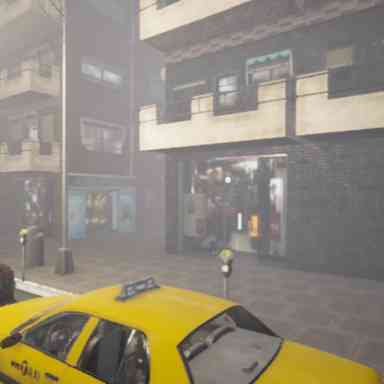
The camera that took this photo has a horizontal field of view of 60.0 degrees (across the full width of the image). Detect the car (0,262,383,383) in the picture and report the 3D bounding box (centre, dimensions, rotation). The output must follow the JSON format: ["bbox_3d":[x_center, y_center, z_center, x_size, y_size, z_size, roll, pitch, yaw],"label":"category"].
[{"bbox_3d":[-0.727,1.549,3.377,4.829,1.417,1.752,-1,0,35],"label":"car"}]
